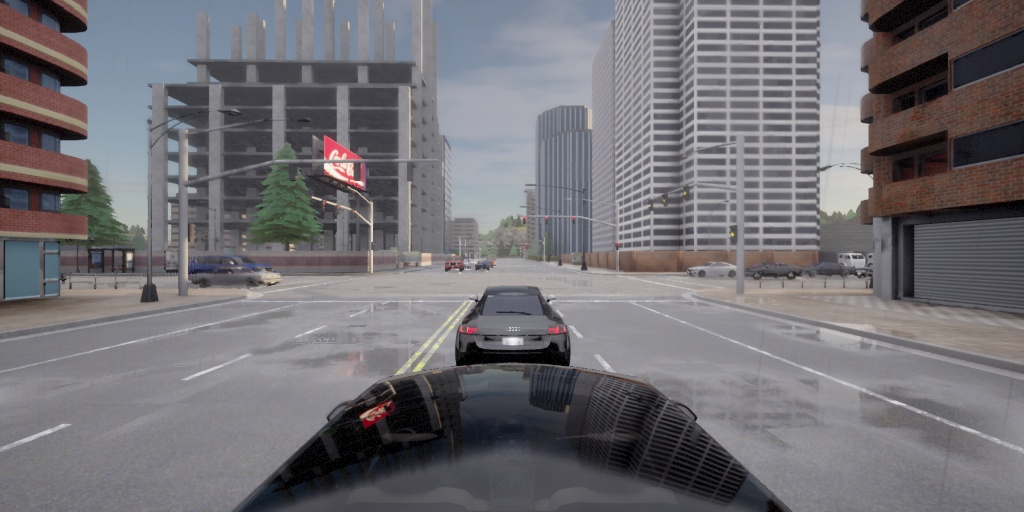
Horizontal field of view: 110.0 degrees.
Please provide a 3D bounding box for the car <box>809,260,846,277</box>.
[{"bbox_3d":[29.671,1.297,34.210,5.357,1.411,2.033,0,0,-1],"label":"car"}]

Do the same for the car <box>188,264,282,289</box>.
[{"bbox_3d":[-17.333,1.351,22.692,4.718,1.301,1.895,0,0,1],"label":"car"}]

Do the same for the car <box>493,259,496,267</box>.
[{"bbox_3d":[-4.122,1.314,59.963,1.994,1.385,4.181,0,0,0],"label":"car"}]

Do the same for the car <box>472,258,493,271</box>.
[{"bbox_3d":[-4.048,1.351,50.038,1.895,1.301,4.718,0,0,-1],"label":"car"}]

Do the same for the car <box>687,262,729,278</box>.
[{"bbox_3d":[19.089,1.276,34.042,4.674,1.442,1.812,0,0,-1],"label":"car"}]

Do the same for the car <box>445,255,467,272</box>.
[{"bbox_3d":[-7.558,0.971,47.587,2.150,2.045,5.566,0,0,-4],"label":"car"}]

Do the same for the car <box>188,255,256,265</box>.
[{"bbox_3d":[-20.519,0.971,26.275,5.566,2.045,2.150,0,0,-1],"label":"car"}]

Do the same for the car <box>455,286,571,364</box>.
[{"bbox_3d":[0.011,1.314,7.655,1.994,1.385,4.181,0,0,0],"label":"car"}]

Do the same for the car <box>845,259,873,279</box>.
[{"bbox_3d":[32.227,1.241,30.739,4.902,1.511,2.128,0,0,-1],"label":"car"}]

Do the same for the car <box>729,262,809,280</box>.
[{"bbox_3d":[21.854,1.241,30.601,4.902,1.511,2.128,0,0,-1],"label":"car"}]

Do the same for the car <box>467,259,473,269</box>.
[{"bbox_3d":[-7.605,1.275,57.265,1.812,1.442,4.674,0,0,0],"label":"car"}]

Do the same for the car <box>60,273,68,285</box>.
[{"bbox_3d":[-31.319,1.350,22.615,4.718,1.301,1.895,0,0,-1],"label":"car"}]
